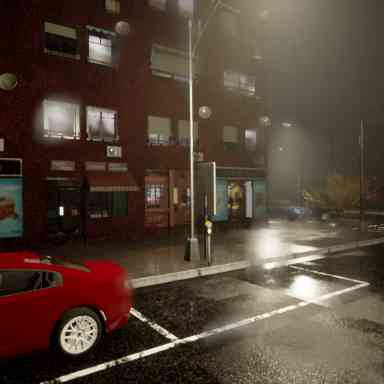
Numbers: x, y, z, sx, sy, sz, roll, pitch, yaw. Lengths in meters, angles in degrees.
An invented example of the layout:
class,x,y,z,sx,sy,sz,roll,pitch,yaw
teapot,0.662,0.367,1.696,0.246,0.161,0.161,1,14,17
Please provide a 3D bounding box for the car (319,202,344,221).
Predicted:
class,x,y,z,sx,sy,sz,roll,pitch,yaw
car,10.760,1.600,29.130,1.882,1.535,5.008,-1,0,-35

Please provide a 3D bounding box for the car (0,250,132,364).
class,x,y,z,sx,sy,sz,roll,pitch,yaw
car,-3.046,1.545,4.401,4.507,1.381,1.887,0,-1,-35

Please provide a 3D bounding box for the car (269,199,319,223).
class,x,y,z,sx,sy,sz,roll,pitch,yaw
car,7.749,1.519,27.763,2.097,1.767,4.553,-1,0,-35
